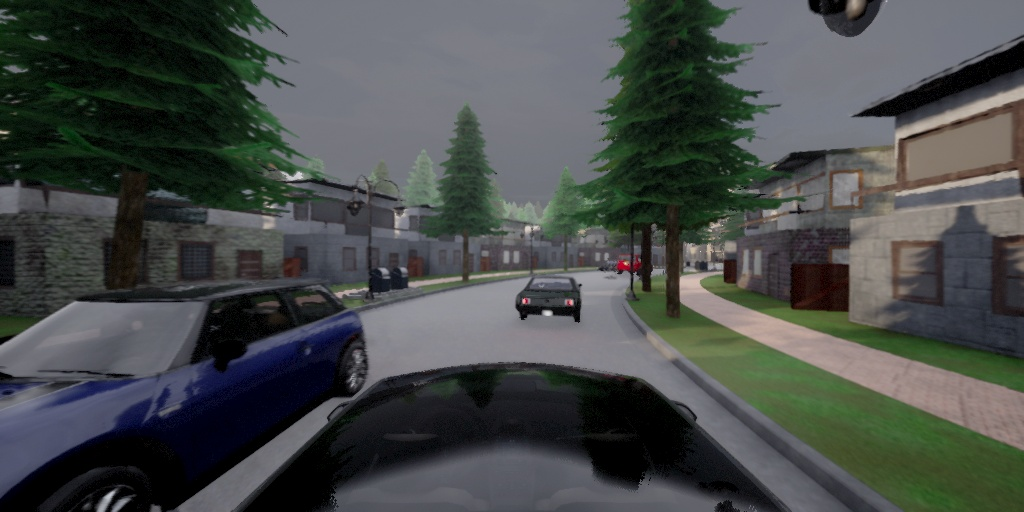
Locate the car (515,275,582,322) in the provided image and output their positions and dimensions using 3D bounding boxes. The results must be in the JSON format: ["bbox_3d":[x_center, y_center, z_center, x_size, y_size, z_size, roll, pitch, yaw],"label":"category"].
[{"bbox_3d":[1.441,1.304,12.227,1.895,1.301,4.718,0,0,11],"label":"car"}]

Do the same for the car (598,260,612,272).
[{"bbox_3d":[11.908,1.162,41.462,2.033,1.411,5.357,1,0,41],"label":"car"}]

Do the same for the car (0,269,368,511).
[{"bbox_3d":[-3.295,1.071,3.472,2.097,1.767,4.553,1,0,4],"label":"car"}]

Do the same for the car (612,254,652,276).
[{"bbox_3d":[12.415,0.868,36.231,2.150,2.045,5.566,0,0,36],"label":"car"}]
